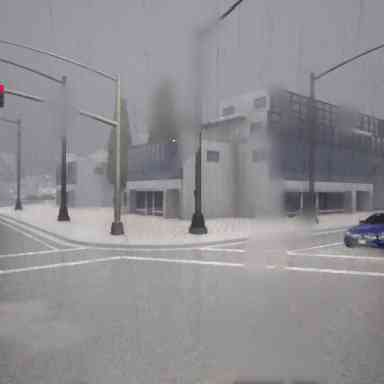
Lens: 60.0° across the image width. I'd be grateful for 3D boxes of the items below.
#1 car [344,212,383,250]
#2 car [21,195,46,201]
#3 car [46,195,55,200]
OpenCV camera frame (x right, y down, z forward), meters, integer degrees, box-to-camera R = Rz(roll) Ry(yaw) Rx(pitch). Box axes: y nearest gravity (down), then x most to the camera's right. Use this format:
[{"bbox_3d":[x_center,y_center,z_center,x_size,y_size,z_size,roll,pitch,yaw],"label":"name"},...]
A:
[{"bbox_3d":[8.189,1.586,13.817,4.674,1.442,1.812,0,0,-38],"label":"car"},{"bbox_3d":[-40.313,1.459,83.350,5.357,1.411,2.033,0,0,8],"label":"car"},{"bbox_3d":[-38.040,1.463,86.509,4.674,1.442,1.812,0,0,6],"label":"car"}]
